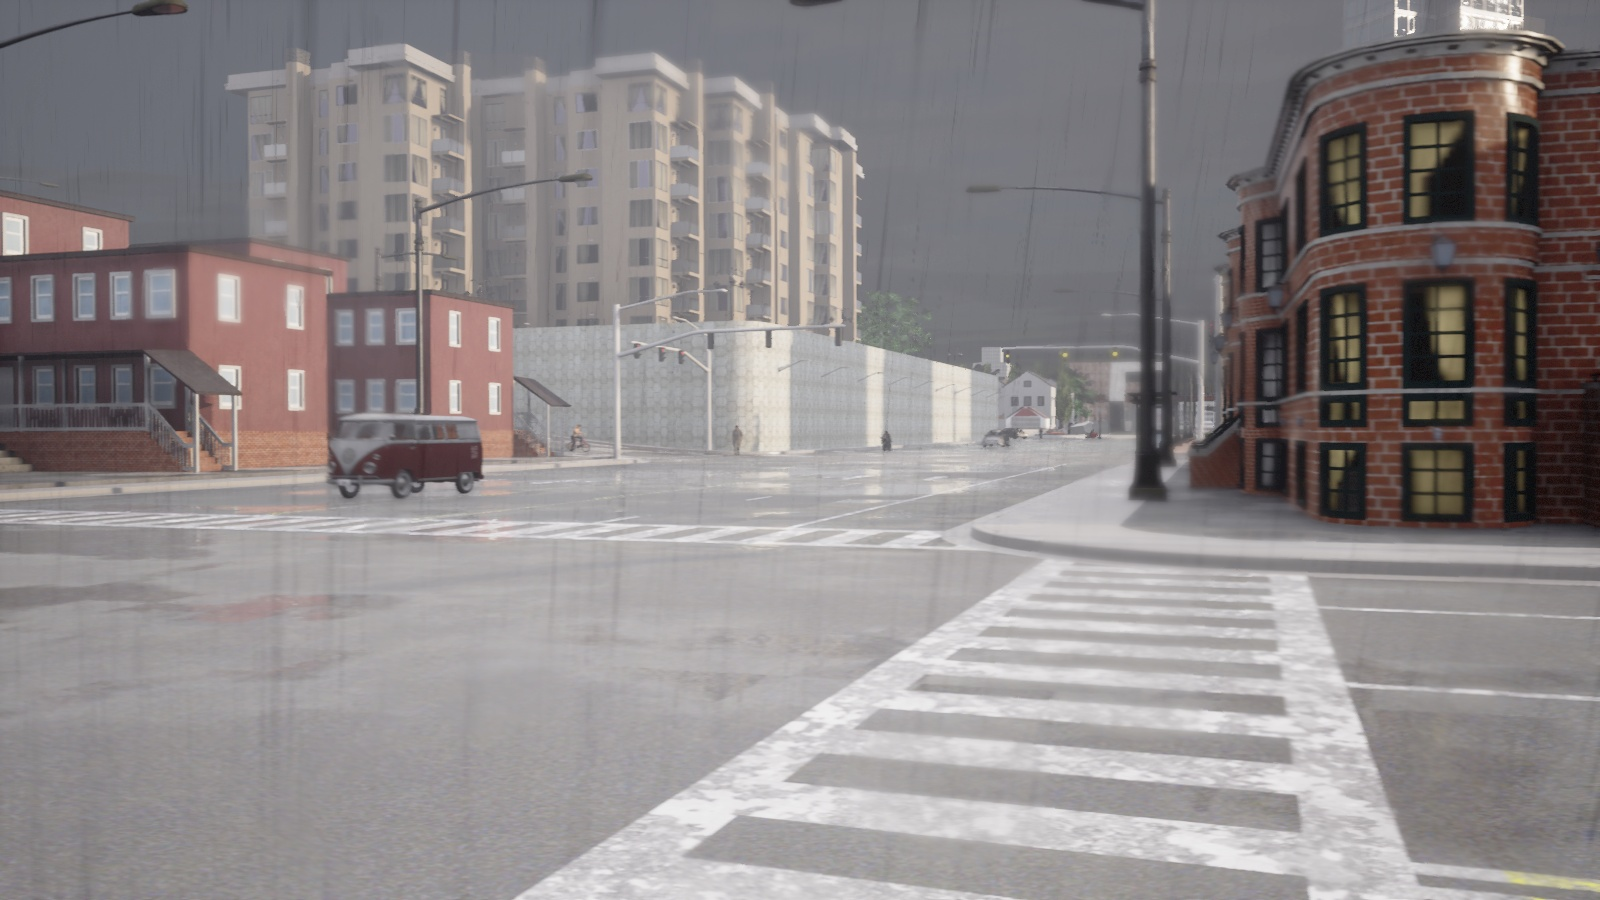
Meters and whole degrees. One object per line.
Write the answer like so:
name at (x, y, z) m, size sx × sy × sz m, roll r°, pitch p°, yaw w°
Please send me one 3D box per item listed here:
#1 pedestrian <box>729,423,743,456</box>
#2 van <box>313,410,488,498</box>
pedestrian at (-3.836, -0.643, 75.032) m, size 0.659 × 1.952 × 0.873 m, roll 0°, pitch 1°, yaw 10°
van at (-9.626, 0.052, 30.635) m, size 1.775 × 1.987 × 4.442 m, roll 1°, pitch 1°, yaw 19°
